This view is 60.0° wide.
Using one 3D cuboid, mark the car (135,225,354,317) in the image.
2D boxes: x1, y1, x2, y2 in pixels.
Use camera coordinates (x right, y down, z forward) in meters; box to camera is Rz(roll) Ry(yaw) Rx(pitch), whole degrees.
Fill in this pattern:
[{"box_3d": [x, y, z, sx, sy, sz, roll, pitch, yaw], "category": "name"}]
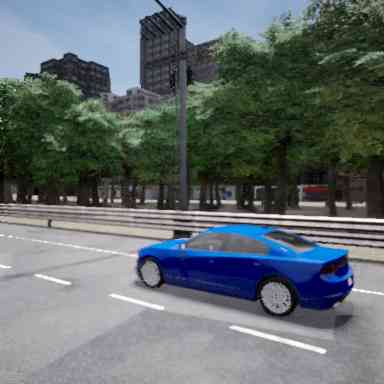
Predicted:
[{"box_3d": [0.875, 1.499, 7.542, 5.008, 1.535, 1.882, 0, 0, 35], "category": "car"}]
